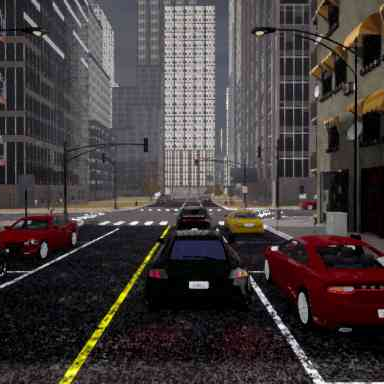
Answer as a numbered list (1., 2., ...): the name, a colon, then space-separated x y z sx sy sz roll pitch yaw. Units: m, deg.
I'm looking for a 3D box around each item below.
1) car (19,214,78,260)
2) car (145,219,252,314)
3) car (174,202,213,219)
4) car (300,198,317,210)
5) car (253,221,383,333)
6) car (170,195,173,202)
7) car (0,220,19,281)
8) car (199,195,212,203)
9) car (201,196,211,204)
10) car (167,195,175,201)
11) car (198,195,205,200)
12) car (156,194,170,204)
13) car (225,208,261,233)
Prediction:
1. car: -5.687 1.543 12.376 1.887 1.381 4.507 -1 0 0
2. car: 0.111 1.563 7.714 1.994 1.385 4.181 0 0 0
3. car: 0.094 1.503 17.698 1.837 1.490 4.892 0 0 -1
4. car: 14.287 1.256 36.990 4.507 1.381 1.887 -1 1 0
5. car: 2.689 1.544 6.830 1.887 1.381 4.507 -1 0 0
6. car: -5.635 1.313 66.972 2.192 1.841 5.009 -1 0 0
7. car: -5.693 1.439 6.852 1.967 1.590 4.097 -1 0 0
8. car: 2.740 1.437 61.403 1.967 1.590 4.097 -1 0 0
9. car: 2.747 1.523 67.132 1.752 1.417 4.829 -1 0 0
10. car: -5.612 1.544 89.209 1.887 1.381 4.507 -1 0 0
11. car: 2.774 1.582 94.760 1.802 1.307 4.206 -1 0 0
12. car: -5.639 1.542 61.412 1.887 1.381 4.507 -1 0 0
13. car: 2.699 1.523 18.047 1.752 1.417 4.829 -1 0 0
